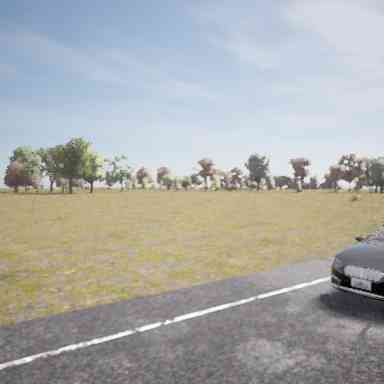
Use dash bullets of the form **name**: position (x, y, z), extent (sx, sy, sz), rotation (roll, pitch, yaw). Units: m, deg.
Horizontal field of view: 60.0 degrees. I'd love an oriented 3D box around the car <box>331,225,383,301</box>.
- **car**: position (5.176, 1.452, 7.683), extent (4.902, 1.511, 2.128), rotation (0, 0, -35)
